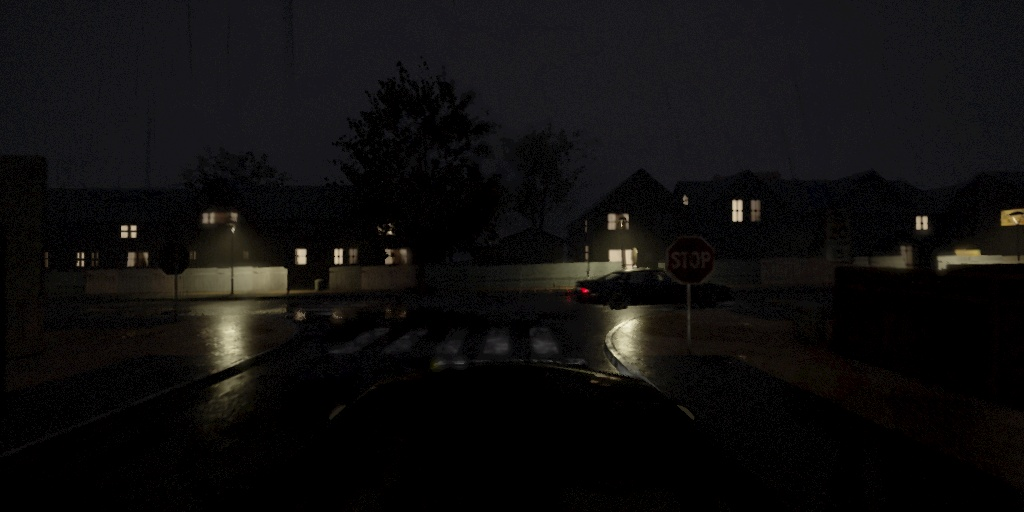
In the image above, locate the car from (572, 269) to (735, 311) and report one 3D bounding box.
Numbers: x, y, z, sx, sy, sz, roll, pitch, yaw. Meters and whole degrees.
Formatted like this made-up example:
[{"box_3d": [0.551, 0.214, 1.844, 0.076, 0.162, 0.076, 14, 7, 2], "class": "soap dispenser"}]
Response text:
[{"box_3d": [4.932, 1.163, 12.992, 5.357, 1.411, 2.033, -2, -1, 0], "class": "car"}]
